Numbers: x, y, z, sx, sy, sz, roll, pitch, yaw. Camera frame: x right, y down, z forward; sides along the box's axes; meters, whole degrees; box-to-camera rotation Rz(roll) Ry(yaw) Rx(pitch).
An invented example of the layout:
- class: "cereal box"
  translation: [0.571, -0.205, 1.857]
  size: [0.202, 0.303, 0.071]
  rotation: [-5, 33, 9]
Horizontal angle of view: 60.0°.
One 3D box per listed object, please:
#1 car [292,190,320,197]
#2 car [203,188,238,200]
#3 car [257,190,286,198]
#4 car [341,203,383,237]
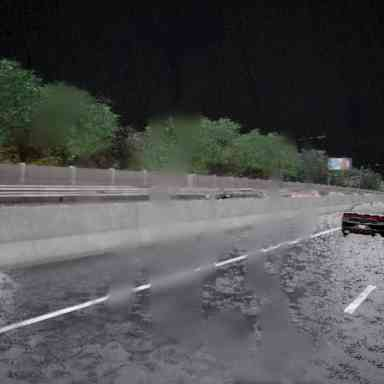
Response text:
- class: "car"
  translation: [13.012, 0.547, 37.782]
  size: [2.097, 1.767, 4.553]
  rotation: [4, 2, 39]
- class: "car"
  translation: [3.239, 0.337, 36.903]
  size: [2.128, 1.511, 4.902]
  rotation: [4, 2, 39]
- class: "car"
  translation: [9.307, 0.523, 38.787]
  size: [1.837, 1.490, 4.892]
  rotation: [4, 2, 39]
- class: "car"
  translation: [8.457, 1.237, 15.386]
  size: [1.882, 1.535, 5.008]
  rotation: [4, 3, 39]
